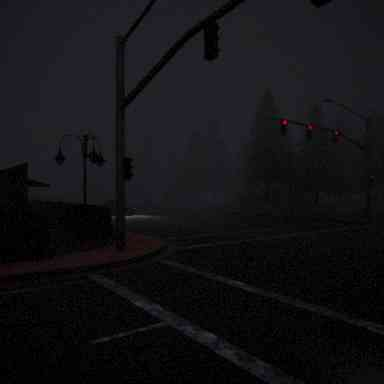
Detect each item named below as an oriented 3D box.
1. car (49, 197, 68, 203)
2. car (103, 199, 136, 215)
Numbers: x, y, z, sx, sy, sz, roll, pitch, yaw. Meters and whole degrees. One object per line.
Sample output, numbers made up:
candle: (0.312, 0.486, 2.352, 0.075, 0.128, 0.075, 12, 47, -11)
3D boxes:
car: (-20.481, 1.477, 51.006, 1.882, 1.535, 5.008, 0, 0, -37)
car: (-7.331, 1.503, 33.306, 1.837, 1.490, 4.892, 0, 0, -37)
